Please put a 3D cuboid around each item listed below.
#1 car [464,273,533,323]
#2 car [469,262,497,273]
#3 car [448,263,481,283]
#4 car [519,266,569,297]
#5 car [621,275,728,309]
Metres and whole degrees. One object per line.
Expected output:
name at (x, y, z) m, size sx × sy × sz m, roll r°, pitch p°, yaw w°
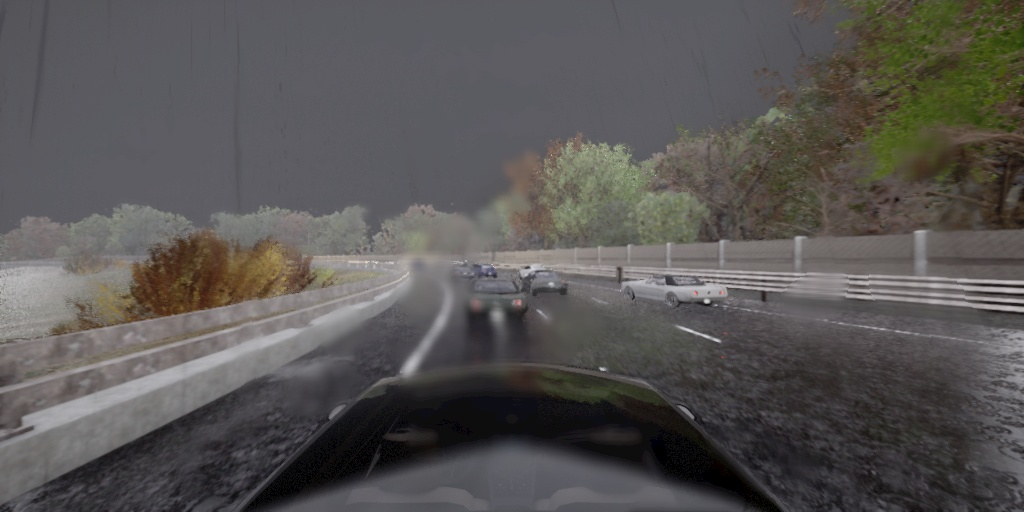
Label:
car at (-0.656, 1.445, 12.674) m, size 1.895 × 1.301 × 4.718 m, roll 0°, pitch 0°, yaw -6°
car at (-2.940, 1.580, 37.924) m, size 1.812 × 1.442 × 4.674 m, roll 0°, pitch -1°, yaw -19°
car at (-4.502, 1.551, 31.749) m, size 2.033 × 1.411 × 5.357 m, roll 0°, pitch -1°, yaw -17°
car at (1.727, 1.472, 20.334) m, size 1.994 × 1.385 × 4.181 m, roll 0°, pitch 0°, yaw -10°
car at (6.878, 1.471, 15.920) m, size 1.895 × 1.301 × 4.718 m, roll 0°, pitch 0°, yaw -17°
